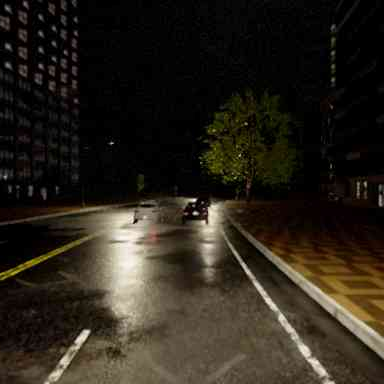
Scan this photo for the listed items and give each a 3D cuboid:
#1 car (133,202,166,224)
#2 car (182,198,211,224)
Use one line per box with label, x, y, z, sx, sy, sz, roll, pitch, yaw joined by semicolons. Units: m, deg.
car;-2.928;1.404;23.608;1.812;1.442;4.674;0;0;2
car;0.309;1.423;23.750;2.033;1.411;5.357;0;0;2
